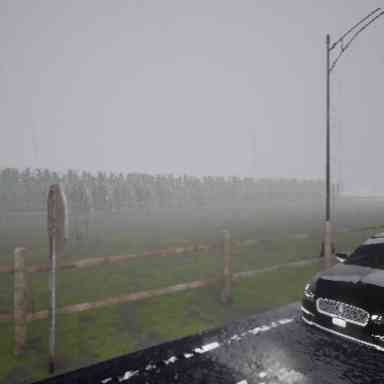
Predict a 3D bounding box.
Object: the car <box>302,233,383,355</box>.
[{"bbox_3d":[3.964,1.500,5.896,4.892,1.490,1.837,0,0,-35],"label":"car"}]
